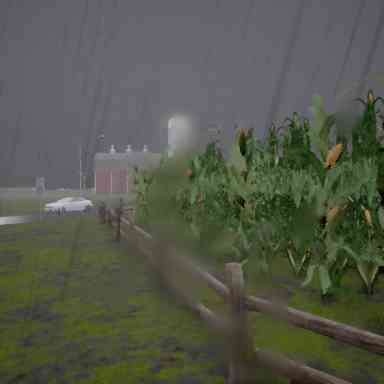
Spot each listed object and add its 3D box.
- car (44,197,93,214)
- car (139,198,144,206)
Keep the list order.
[{"bbox_3d":[-11.231,1.202,30.515,1.812,1.442,4.674,-1,0,30],"label":"car"},{"bbox_3d":[-5.087,1.019,41.756,1.994,1.385,4.181,-1,1,28],"label":"car"}]
